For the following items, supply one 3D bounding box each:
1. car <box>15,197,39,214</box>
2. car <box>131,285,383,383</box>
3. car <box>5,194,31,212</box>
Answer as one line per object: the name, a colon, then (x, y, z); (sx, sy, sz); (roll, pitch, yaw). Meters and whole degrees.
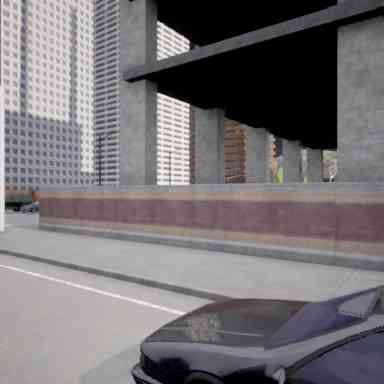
car: (-15.768, 1.527, 35.383); (1.812, 1.442, 4.674); (0, 1, 36)
car: (1.996, 1.547, 2.570); (5.357, 1.411, 2.033); (0, 0, 35)
car: (-19.907, 1.221, 35.664); (2.150, 2.045, 5.566); (0, 0, 36)
